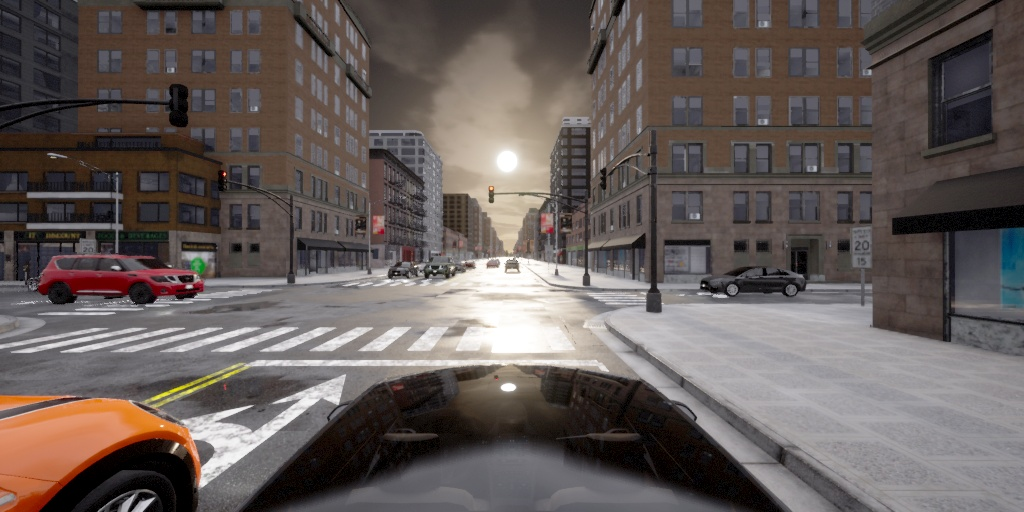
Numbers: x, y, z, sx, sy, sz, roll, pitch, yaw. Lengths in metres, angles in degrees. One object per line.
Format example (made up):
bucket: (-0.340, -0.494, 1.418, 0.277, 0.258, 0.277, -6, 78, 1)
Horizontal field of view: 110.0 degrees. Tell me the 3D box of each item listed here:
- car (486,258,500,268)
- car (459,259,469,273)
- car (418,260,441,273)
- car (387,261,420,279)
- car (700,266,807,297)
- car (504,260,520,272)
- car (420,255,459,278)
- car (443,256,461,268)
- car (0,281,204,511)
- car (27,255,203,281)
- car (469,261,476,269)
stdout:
car: (-3.359, 1.304, 61.955, 1.994, 1.385, 4.181, 0, 0, 0)
car: (-6.676, 1.310, 43.117, 1.994, 1.385, 4.181, 0, 0, 0)
car: (-9.920, 1.271, 43.422, 1.812, 1.442, 4.674, 0, 0, 0)
car: (-9.900, 1.253, 33.054, 1.837, 1.490, 4.892, 0, 0, 0)
car: (12.427, 1.294, 18.644, 4.892, 1.490, 1.837, 0, 0, 1)
car: (0.019, 1.249, 47.285, 1.837, 1.490, 4.892, 0, 0, 0)
car: (-6.646, 0.970, 33.608, 2.150, 2.045, 5.566, 0, 0, 0)
car: (-9.947, 0.962, 59.993, 2.150, 2.045, 5.566, 0, 0, -2)
car: (-3.237, 1.102, 0.608, 2.097, 1.767, 4.553, 0, 0, 0)
car: (-16.673, 0.967, 15.459, 5.566, 2.045, 2.150, 0, 0, 0)
car: (-6.683, 1.342, 55.537, 1.895, 1.301, 4.718, 0, 0, 0)
